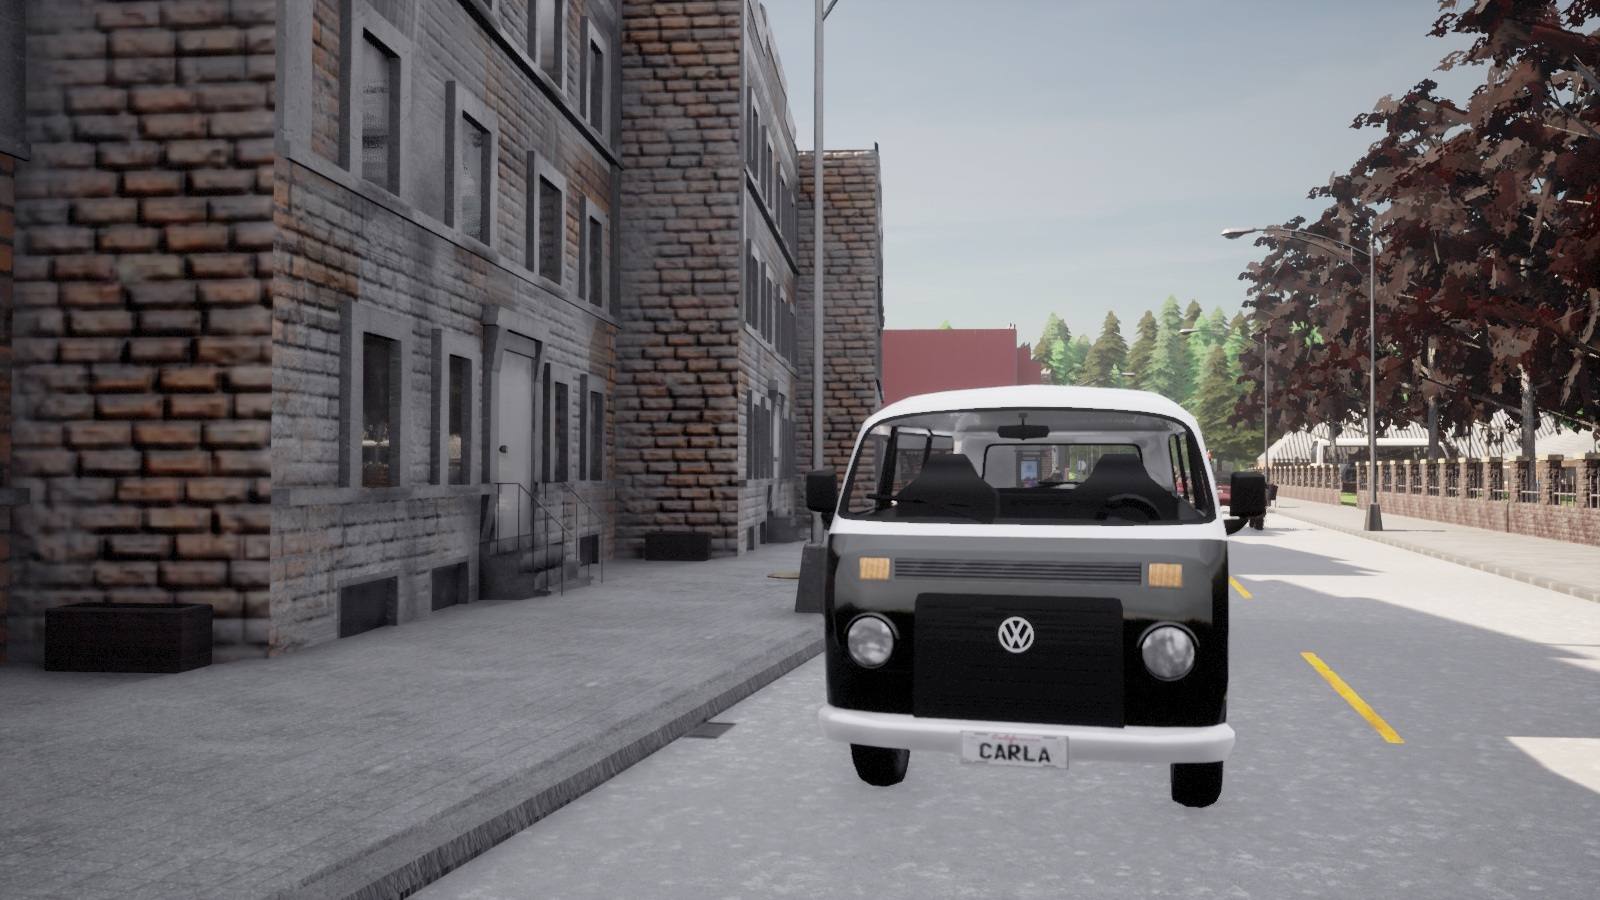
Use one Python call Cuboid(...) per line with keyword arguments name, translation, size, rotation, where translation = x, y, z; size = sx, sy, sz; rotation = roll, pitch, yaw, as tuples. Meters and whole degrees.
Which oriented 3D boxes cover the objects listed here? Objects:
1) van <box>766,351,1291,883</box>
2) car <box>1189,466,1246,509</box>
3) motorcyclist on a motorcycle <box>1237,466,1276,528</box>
Cuboid(name="van", translation=(1.423, 0.643, 7.236), size=(2.069, 2.038, 4.480), rotation=(-1, 0, 14))
Cuboid(name="car", translation=(16.460, 1.462, 49.658), size=(1.851, 1.617, 3.988), rotation=(-1, -1, 14))
Cuboid(name="motorcyclist on a motorcycle", translation=(12.666, 1.286, 34.916), size=(0.766, 1.649, 2.350), rotation=(-1, -1, 14))
